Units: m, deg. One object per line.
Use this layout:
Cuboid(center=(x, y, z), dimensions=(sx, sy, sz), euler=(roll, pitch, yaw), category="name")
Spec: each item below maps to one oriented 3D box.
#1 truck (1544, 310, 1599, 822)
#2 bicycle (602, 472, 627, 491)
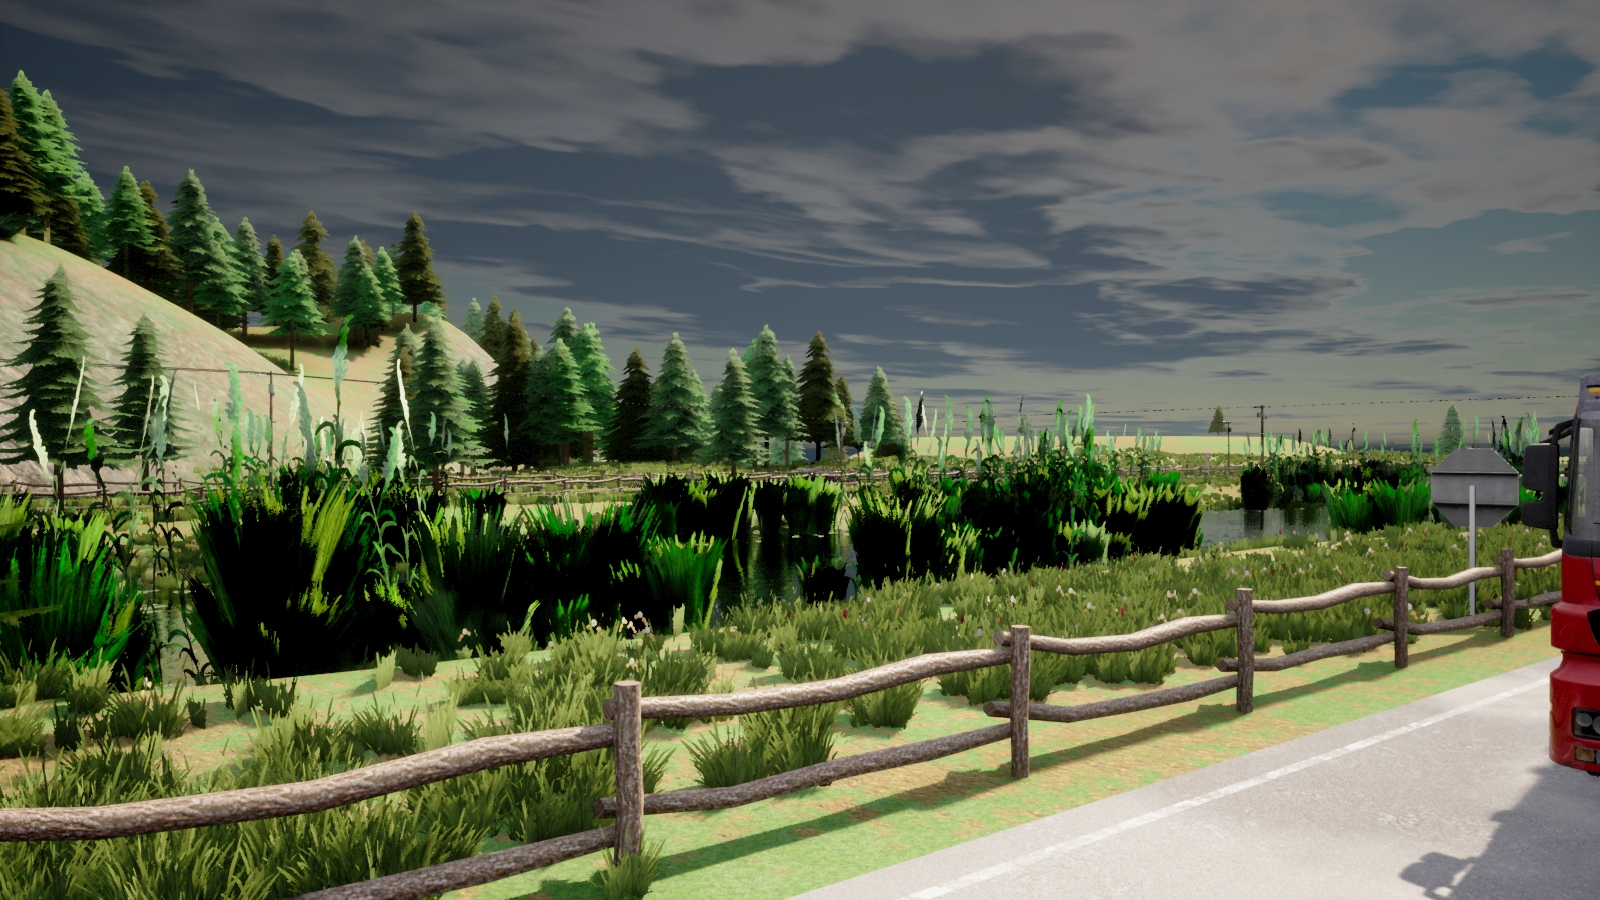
Cuboid(center=(9.599, 0.862, 10.978), dimensions=(2.891, 3.827, 8.468), euler=(0, 0, 42), category="truck")
Cuboid(center=(-12.824, 2.158, 78.988), dimensions=(1.487, 1.276, 0.859), euler=(0, 0, -43), category="bicycle")
